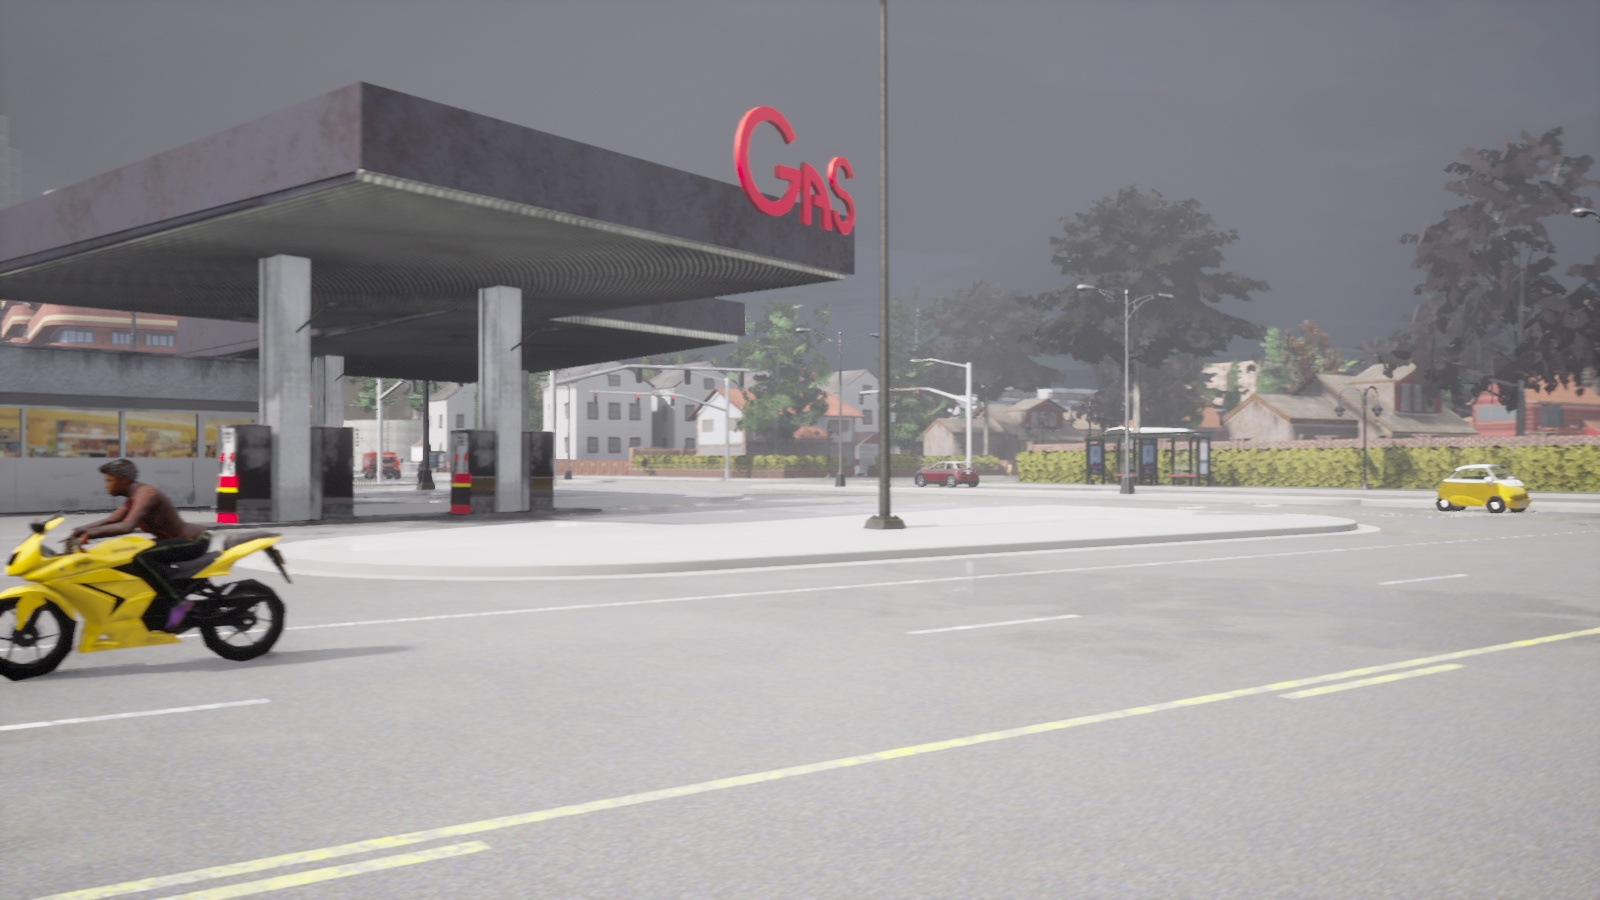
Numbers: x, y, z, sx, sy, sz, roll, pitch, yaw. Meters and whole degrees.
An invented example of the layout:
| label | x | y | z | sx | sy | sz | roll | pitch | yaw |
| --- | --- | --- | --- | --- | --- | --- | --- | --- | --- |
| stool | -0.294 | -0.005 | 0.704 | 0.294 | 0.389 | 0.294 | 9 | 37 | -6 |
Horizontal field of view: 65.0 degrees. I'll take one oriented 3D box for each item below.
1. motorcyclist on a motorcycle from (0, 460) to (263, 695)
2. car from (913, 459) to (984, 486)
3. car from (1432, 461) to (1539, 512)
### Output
| label | x | y | z | sx | sy | sz | roll | pitch | yaw |
| --- | --- | --- | --- | --- | --- | --- | --- | --- | --- |
| motorcyclist on a motorcycle | -4.959 | 0.839 | 8.835 | 2.044 | 1.523 | 0.797 | 0 | -1 | -35 |
| car | 8.347 | 1.276 | 70.793 | 1.970 | 1.475 | 3.806 | 0 | -1 | -35 |
| car | 19.249 | 0.990 | 35.291 | 1.481 | 1.376 | 2.207 | 0 | 0 | -35 |
